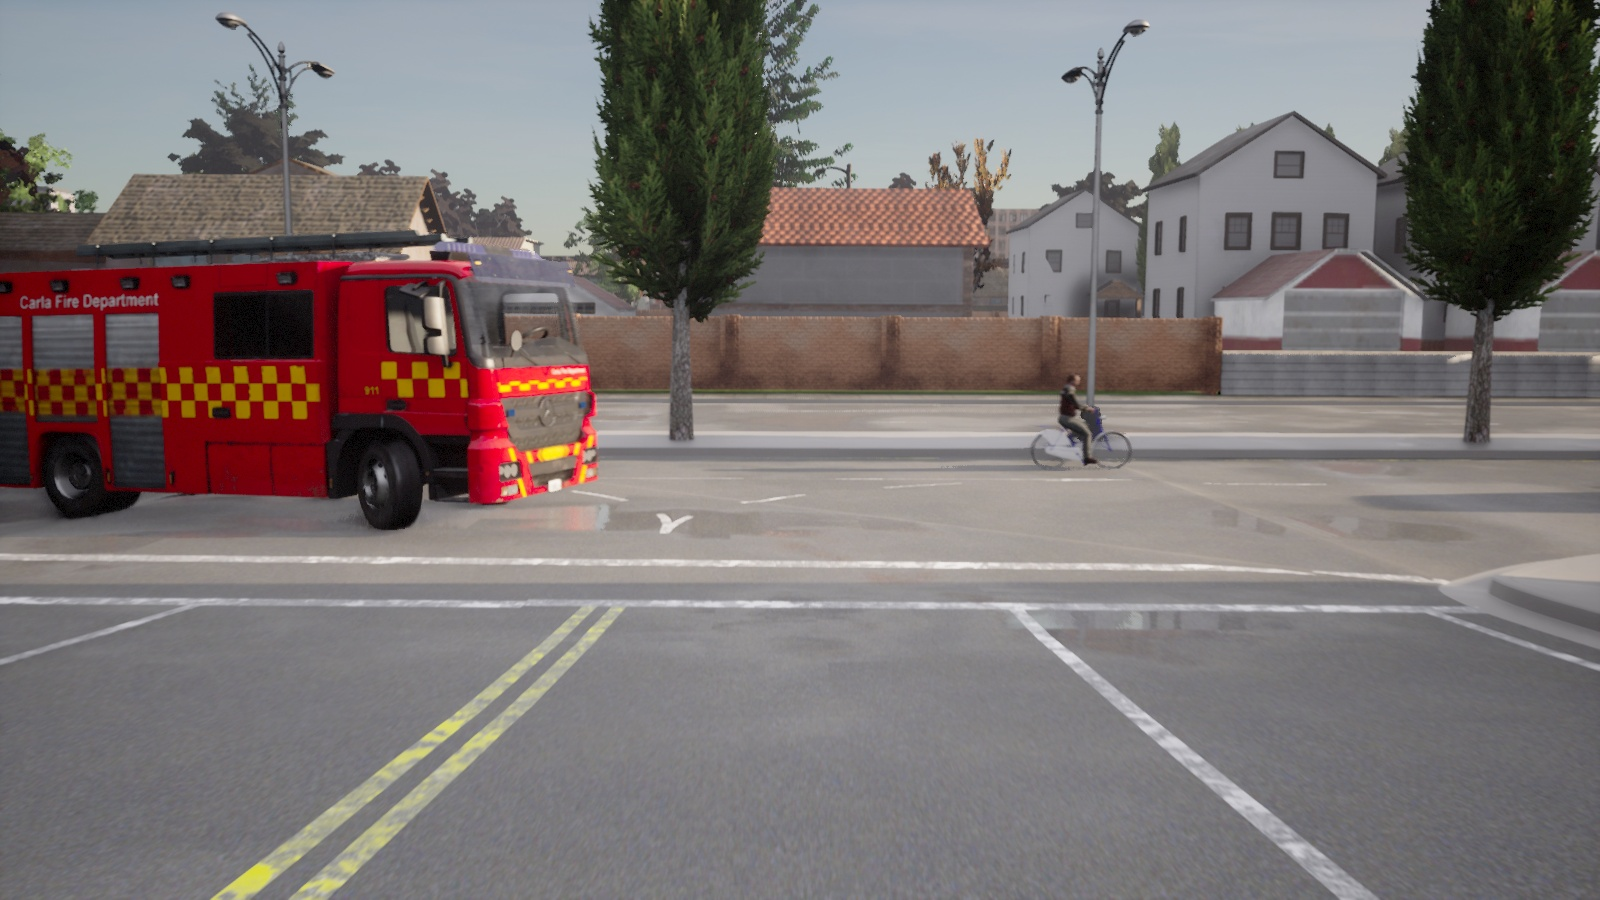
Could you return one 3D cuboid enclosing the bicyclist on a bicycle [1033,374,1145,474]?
[{"bbox_3d":[5.227,-0.480,22.791,1.843,1.776,0.659,0,6,-1],"label":"bicyclist on a bicycle"}]

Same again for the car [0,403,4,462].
[{"bbox_3d":[-17.410,-0.458,22.481,5.008,1.535,1.882,0,6,-1],"label":"car"}]

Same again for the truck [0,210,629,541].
[{"bbox_3d":[-6.866,-1.050,17.285,8.468,3.827,2.891,1,5,19],"label":"truck"}]
